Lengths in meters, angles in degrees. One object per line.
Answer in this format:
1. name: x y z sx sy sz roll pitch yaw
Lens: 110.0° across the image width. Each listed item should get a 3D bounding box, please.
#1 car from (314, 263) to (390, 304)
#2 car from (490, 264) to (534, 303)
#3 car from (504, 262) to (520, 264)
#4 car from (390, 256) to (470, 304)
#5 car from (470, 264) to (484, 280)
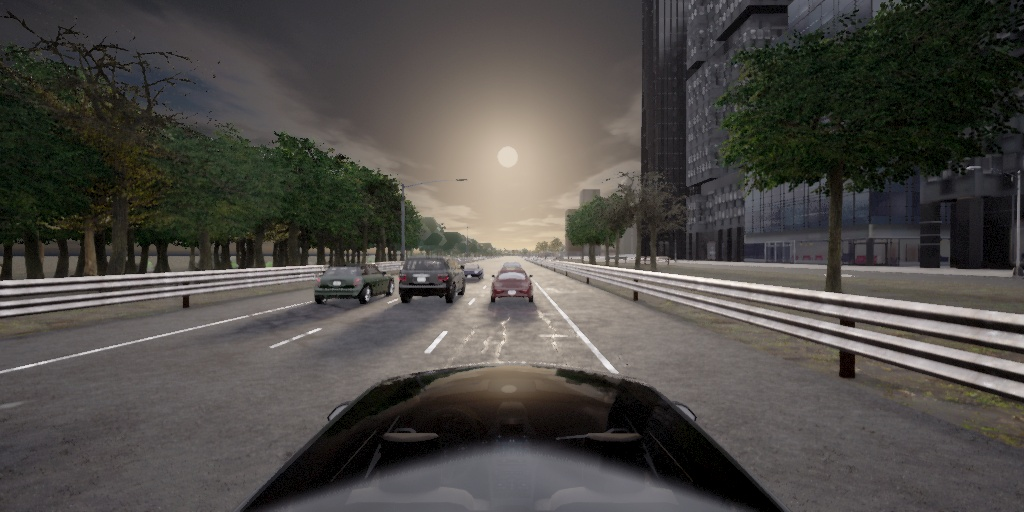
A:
1. car: -6.999 1.112 16.470 2.097 1.767 4.553 0 0 0
2. car: 0.001 1.279 16.500 1.812 1.442 4.674 0 0 0
3. car: 0.001 1.223 31.500 1.882 1.535 5.008 0 0 0
4. car: -3.499 1.003 16.530 2.150 2.045 5.566 0 0 0
5. car: -3.499 1.354 31.530 1.895 1.301 4.718 0 0 0
